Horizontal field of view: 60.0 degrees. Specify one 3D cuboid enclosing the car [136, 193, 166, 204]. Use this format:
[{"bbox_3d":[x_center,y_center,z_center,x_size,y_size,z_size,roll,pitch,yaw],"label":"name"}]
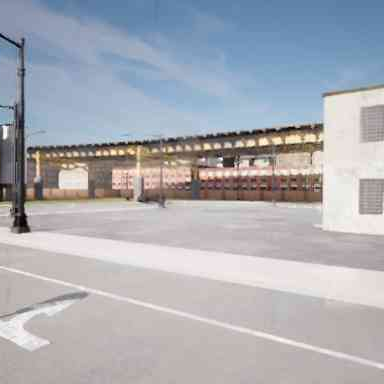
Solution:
[{"bbox_3d":[-7.535,1.201,61.872,5.566,2.045,2.150,0,0,-33],"label":"car"}]
